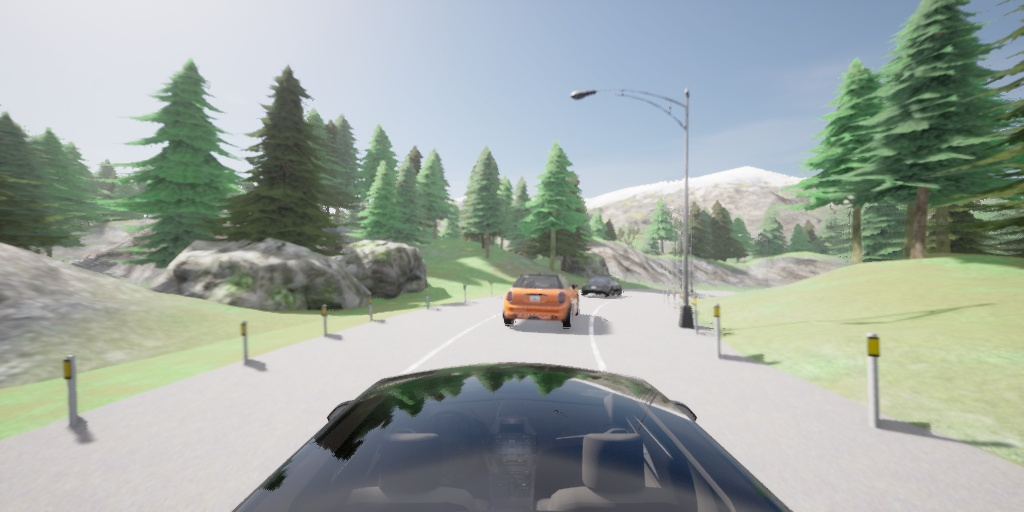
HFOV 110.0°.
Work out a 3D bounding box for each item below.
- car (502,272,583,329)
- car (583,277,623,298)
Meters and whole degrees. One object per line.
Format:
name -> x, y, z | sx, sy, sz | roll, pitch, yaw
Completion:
car -> 1.187, 1.339, 12.580 | 2.097, 1.767, 4.553 | 0, -2, 14
car -> 6.482, 2.168, 25.554 | 1.994, 1.385, 4.181 | 0, -3, 31
